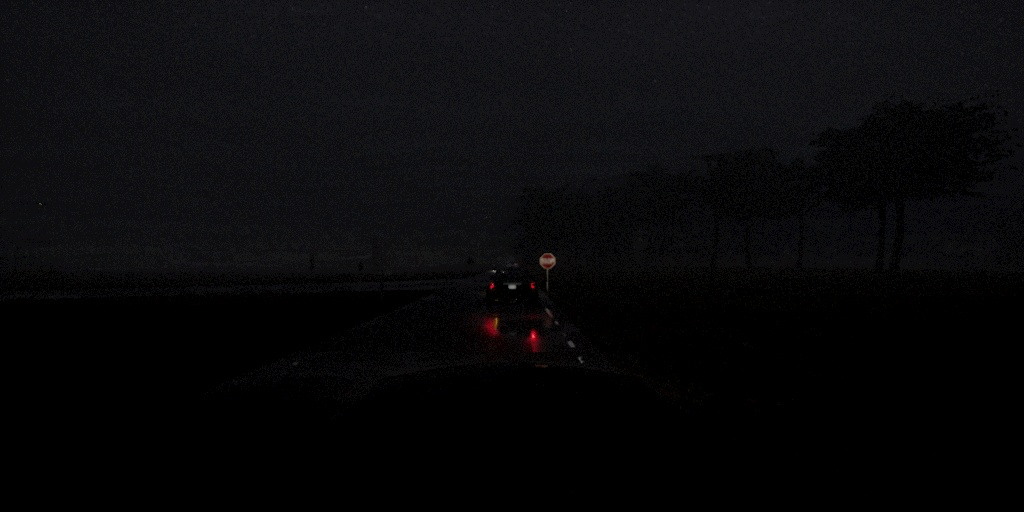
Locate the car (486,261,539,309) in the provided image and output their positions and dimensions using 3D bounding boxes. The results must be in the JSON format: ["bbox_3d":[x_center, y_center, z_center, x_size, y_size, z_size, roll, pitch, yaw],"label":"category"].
[{"bbox_3d":[0.018,1.245,15.917,2.097,1.767,4.553,0,-1,0],"label":"car"}]

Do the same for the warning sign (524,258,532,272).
[{"bbox_3d":[2.507,1.652,60.749,1.300,1.860,1.060,0,0,0],"label":"warning sign"}]
